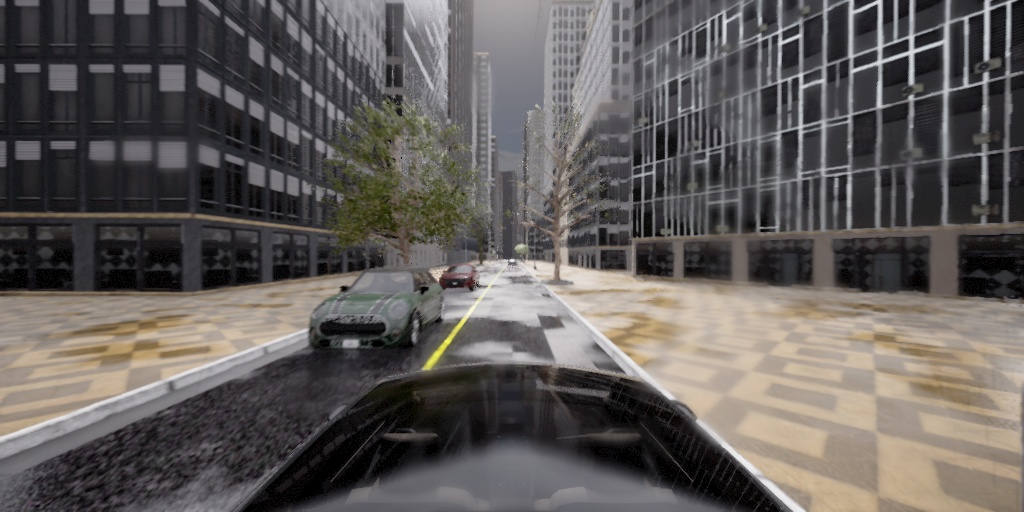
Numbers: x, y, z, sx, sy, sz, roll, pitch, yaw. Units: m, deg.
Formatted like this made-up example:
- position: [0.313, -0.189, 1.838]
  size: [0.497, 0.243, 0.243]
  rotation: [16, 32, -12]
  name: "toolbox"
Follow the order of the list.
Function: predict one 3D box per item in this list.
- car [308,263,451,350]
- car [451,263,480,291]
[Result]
- position: [-3.086, 1.089, 9.130]
  size: [2.097, 1.767, 4.553]
  rotation: [0, 0, 0]
  name: "car"
- position: [-3.057, 1.222, 21.808]
  size: [1.882, 1.535, 5.008]
  rotation: [0, 0, 0]
  name: "car"
